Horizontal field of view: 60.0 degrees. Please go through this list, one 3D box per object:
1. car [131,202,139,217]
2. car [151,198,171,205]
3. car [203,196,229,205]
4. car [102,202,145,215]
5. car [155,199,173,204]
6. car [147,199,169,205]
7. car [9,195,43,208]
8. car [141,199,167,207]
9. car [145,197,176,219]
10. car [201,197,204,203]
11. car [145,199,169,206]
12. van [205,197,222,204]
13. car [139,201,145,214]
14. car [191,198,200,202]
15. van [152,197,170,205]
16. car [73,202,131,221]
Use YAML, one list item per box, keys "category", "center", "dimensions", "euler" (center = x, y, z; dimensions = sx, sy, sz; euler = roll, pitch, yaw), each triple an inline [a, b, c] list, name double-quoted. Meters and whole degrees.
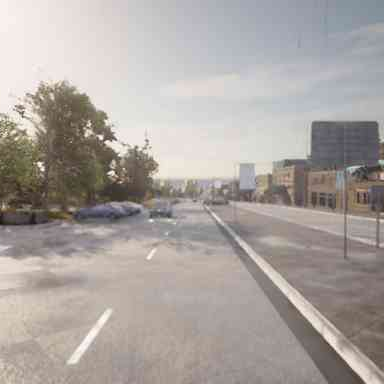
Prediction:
- category: "car"
  center: [-8.071, 1.803, 32.657]
  dimensions: [4.892, 1.521, 2.231]
  euler: [0, -1, 1]
- category: "car"
  center: [-7.613, 2.242, 81.485]
  dimensions: [4.553, 1.767, 2.185]
  euler: [0, -1, 0]
- category: "car"
  center: [5.346, 2.194, 70.209]
  dimensions: [4.892, 1.521, 2.231]
  euler: [0, -1, 1]
- category: "car"
  center: [-8.017, 1.906, 39.078]
  dimensions: [4.674, 1.452, 2.002]
  euler: [0, -1, 1]
- category: "car"
  center: [-7.578, 2.567, 89.833]
  dimensions: [4.674, 1.452, 2.002]
  euler: [0, -1, 0]
- category: "car"
  center: [-7.693, 2.312, 75.915]
  dimensions: [4.674, 1.452, 2.002]
  euler: [0, -1, 1]
- category: "car"
  center: [-25.842, 1.376, 52.558]
  dimensions: [5.566, 2.045, 2.150]
  euler: [1, 2, 0]
- category: "car"
  center: [-7.758, 2.153, 67.562]
  dimensions: [5.008, 1.535, 2.097]
  euler: [0, -1, 1]
- category: "car"
  center: [-3.045, 1.682, 33.403]
  dimensions: [2.097, 1.767, 4.553]
  euler: [0, 0, 1]
- category: "car"
  center: [5.336, 1.981, 73.014]
  dimensions: [5.566, 2.045, 2.435]
  euler: [0, -1, 0]
- category: "car"
  center: [-7.719, 2.228, 73.129]
  dimensions: [5.008, 1.535, 2.097]
  euler: [0, -1, 1]
- category: "van"
  center: [5.595, 2.252, 87.025]
  dimensions: [4.442, 1.987, 1.878]
  euler: [0, -1, 0]
- category: "car"
  center: [-8.053, 1.834, 35.930]
  dimensions: [5.008, 1.535, 2.097]
  euler: [0, -1, 1]
- category: "car"
  center: [0.763, 2.385, 90.824]
  dimensions: [1.837, 1.490, 4.892]
  euler: [0, -1, 0]
- category: "van"
  center: [-7.738, 2.193, 84.268]
  dimensions: [4.442, 1.987, 1.878]
  euler: [0, -1, 0]
- category: "car"
  center: [-8.103, 1.810, 29.381]
  dimensions: [4.674, 1.452, 2.002]
  euler: [0, -1, 1]
